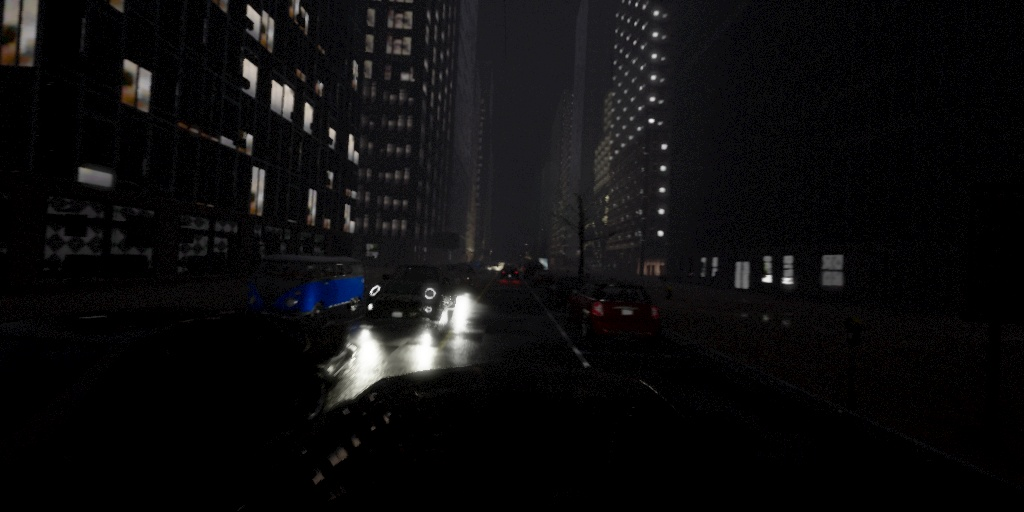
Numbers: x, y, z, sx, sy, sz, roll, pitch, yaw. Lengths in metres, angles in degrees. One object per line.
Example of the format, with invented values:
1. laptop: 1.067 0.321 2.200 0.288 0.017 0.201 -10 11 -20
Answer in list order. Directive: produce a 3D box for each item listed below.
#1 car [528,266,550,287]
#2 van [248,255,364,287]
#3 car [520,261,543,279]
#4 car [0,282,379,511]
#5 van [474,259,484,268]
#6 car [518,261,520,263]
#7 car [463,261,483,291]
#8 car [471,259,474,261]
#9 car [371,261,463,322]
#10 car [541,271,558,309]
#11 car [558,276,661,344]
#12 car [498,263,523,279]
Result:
1. car: 2.432 1.698 27.695 1.802 1.307 4.207 0 0 -1
2. van: -5.886 0.879 10.569 1.690 1.789 3.998 0 0 -1
3. car: 2.316 1.533 39.071 2.192 1.841 5.009 0 0 -1
4. car: -3.065 1.153 2.689 2.033 1.411 5.357 3 -1 -1
5. van: -6.284 1.342 61.764 1.690 1.789 3.998 0 0 -1
6. car: 2.259 1.583 44.760 2.192 1.841 5.009 0 0 -1
7. car: -3.251 1.273 22.489 2.128 1.511 4.902 3 -1 0
8. car: -6.111 1.415 44.698 1.948 1.339 4.313 0 0 -1
9. car: -3.148 1.041 12.118 2.097 1.767 4.553 3 -1 -1
10. car: 2.613 1.584 16.320 1.948 1.339 4.313 0 0 -1
11. car: 2.726 1.411 10.632 1.967 1.591 4.097 0 0 -1
12. car: -0.220 1.674 37.293 1.895 1.301 4.718 3 -1 -1
